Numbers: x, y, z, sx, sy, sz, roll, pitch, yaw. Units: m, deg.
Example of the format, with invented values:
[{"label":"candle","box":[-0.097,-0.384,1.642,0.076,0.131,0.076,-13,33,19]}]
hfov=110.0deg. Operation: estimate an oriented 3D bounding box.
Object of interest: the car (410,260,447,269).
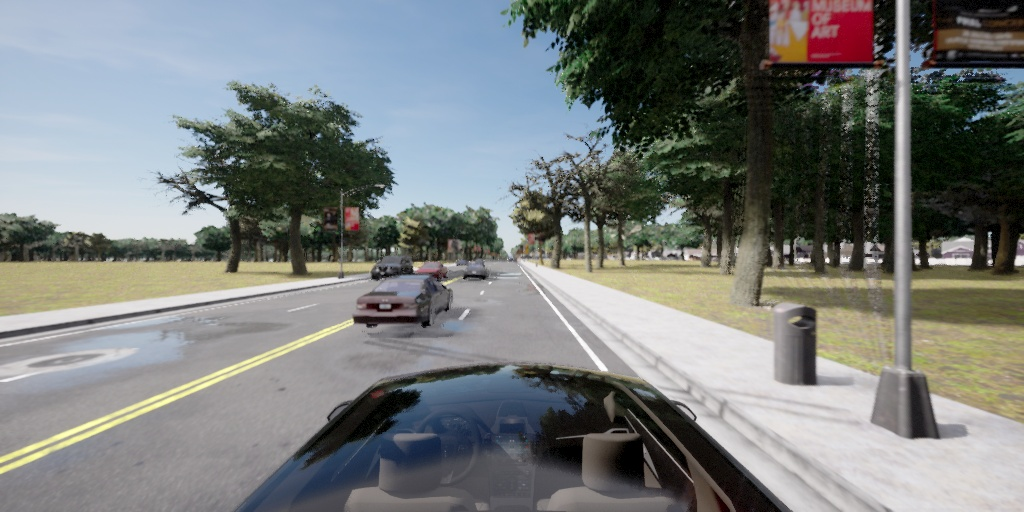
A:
[{"label":"car","box":[-6.605,1.253,29.822,1.882,1.535,5.008,0,0,0]}]

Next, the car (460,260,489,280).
[{"label":"car","box":[-3.160,1.342,31.985,1.994,1.385,4.181,0,0,0]}]

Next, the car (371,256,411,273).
[{"label":"car","box":[-9.855,1.000,30.055,2.150,2.045,5.566,0,0,0]}]

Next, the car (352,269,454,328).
[{"label":"car","box":[-3.157,1.306,11.449,2.033,1.411,5.357,0,0,0]}]
